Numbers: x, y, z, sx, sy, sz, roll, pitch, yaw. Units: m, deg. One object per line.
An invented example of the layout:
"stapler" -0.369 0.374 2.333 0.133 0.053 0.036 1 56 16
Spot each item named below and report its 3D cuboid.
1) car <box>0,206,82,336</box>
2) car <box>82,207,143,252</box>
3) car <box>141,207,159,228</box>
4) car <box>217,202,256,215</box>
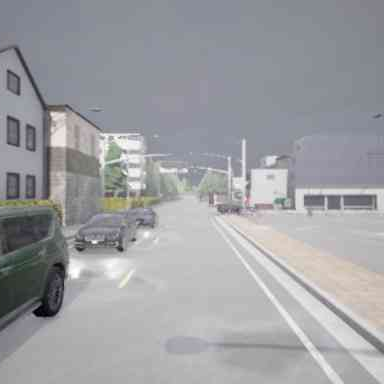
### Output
"car" -3.600 1.264 4.696 2.150 2.045 5.566 0 0 0
"car" -3.587 1.636 14.699 1.837 1.490 4.892 0 -1 0
"car" -3.495 1.795 23.659 1.994 1.385 4.181 0 -1 0
"car" 5.389 1.968 39.438 4.902 1.511 2.128 3 -2 -24
